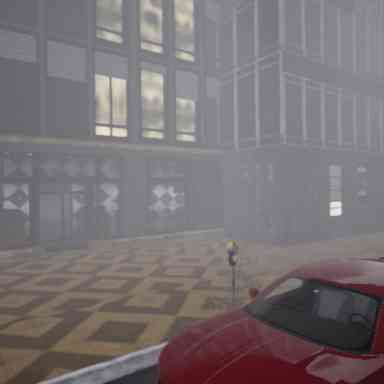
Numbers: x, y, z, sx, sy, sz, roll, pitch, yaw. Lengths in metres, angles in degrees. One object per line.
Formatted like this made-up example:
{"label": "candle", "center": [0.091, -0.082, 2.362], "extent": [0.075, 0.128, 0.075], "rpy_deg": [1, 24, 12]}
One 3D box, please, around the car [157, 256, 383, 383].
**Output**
{"label": "car", "center": [1.734, 1.495, 3.668], "extent": [4.507, 1.381, 1.887], "rpy_deg": [-1, 0, -35]}
